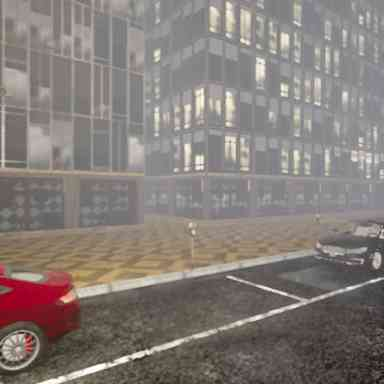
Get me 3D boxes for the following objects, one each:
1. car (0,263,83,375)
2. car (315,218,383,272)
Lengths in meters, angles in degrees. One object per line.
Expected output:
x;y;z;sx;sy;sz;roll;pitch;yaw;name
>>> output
-3.525;1.583;4.041;4.206;1.307;1.802;0;0;-36;car
5.743;1.534;10.654;4.403;1.369;2.008;0;0;-36;car
